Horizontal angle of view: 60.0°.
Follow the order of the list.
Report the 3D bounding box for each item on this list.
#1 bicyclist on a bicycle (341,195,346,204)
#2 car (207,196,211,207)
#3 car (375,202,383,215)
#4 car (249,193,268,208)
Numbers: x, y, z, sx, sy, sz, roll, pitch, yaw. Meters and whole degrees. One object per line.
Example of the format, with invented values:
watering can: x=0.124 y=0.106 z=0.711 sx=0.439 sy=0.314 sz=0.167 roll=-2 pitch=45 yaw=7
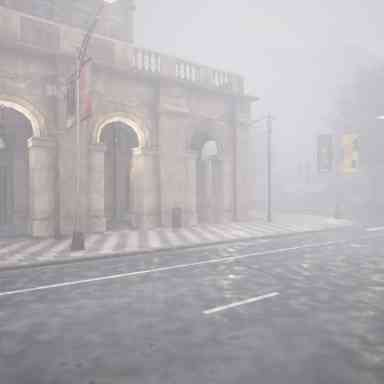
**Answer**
bicyclist on a bicycle: x=25.798 y=1.300 z=56.543 sx=1.656 sy=1.620 sz=0.582 roll=0 pitch=0 yaw=-36
car: x=1.169 y=1.595 z=46.040 sx=1.895 sy=1.301 sz=4.718 roll=0 pitch=0 yaw=-36
car: x=20.262 y=1.505 z=31.783 sx=1.837 sy=1.490 sz=4.892 roll=0 pitch=0 yaw=-44
car: x=8.256 y=1.224 z=47.575 sx=2.150 sy=2.045 sz=5.566 roll=0 pitch=0 yaw=-36
